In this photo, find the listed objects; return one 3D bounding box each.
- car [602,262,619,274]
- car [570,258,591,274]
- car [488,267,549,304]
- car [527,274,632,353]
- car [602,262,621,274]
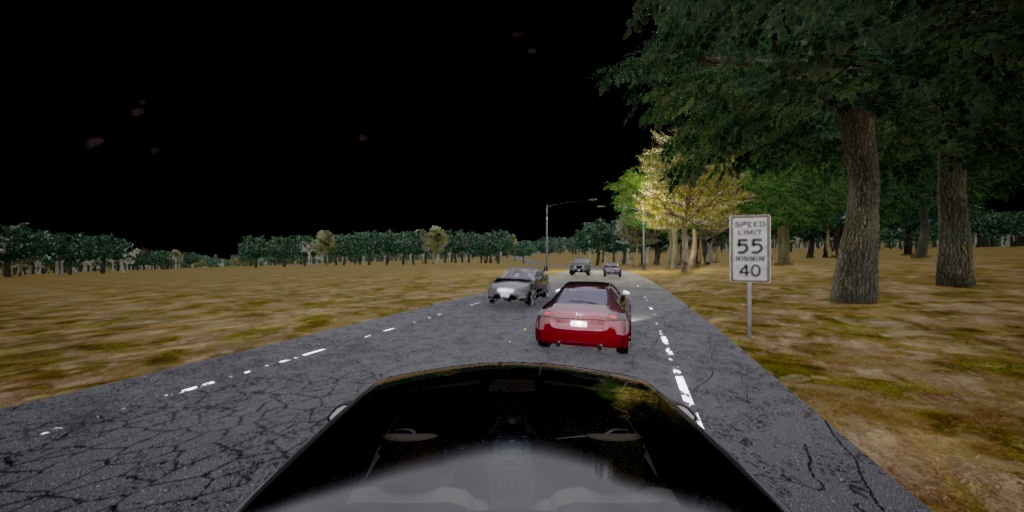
[{"bbox_3d":[13.612,1.625,49.765,2.128,1.511,4.902,0,-1,14],"label":"car"},{"bbox_3d":[8.074,1.256,42.105,2.150,2.045,5.566,1,-1,15],"label":"car"},{"bbox_3d":[0.464,1.256,16.128,2.128,1.511,4.902,1,0,18],"label":"car"},{"bbox_3d":[1.959,1.325,9.031,1.994,1.385,4.181,0,0,18],"label":"car"},{"bbox_3d":[11.092,1.516,39.658,2.128,1.511,4.902,0,-1,15],"label":"car"}]
